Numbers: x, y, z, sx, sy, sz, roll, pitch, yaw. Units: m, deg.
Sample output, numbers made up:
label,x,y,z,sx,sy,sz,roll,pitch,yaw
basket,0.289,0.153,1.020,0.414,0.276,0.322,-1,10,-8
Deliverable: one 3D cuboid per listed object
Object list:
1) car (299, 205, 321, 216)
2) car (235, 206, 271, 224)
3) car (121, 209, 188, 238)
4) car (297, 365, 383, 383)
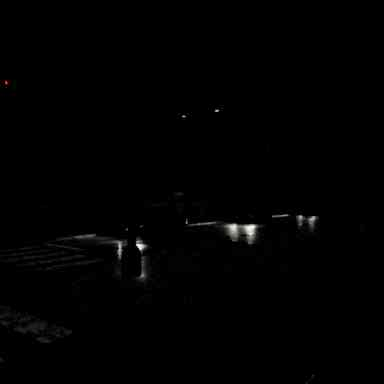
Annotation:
label,x,y,z,sx,sy,sz,roll,pitch,yaw
car,16.486,2.519,46.285,1.837,1.490,4.892,0,-2,36
car,5.847,2.103,31.472,1.882,1.535,5.008,0,-1,36
car,-2.141,1.846,20.255,1.837,1.490,4.892,0,-1,35
car,2.411,1.551,1.232,4.403,1.369,2.008,0,0,36
